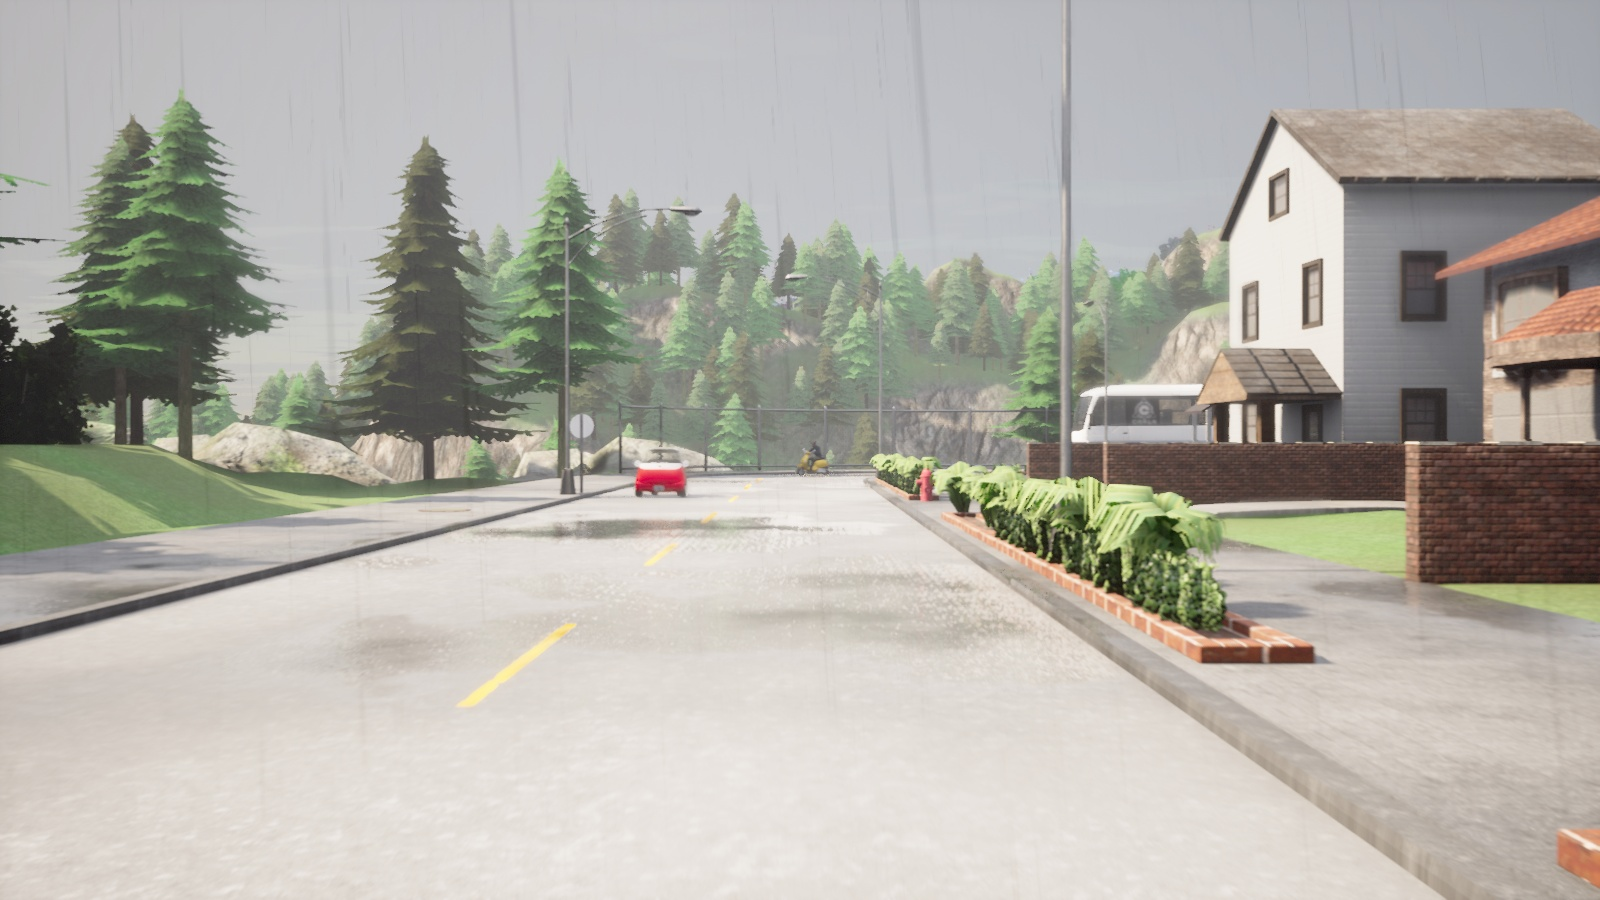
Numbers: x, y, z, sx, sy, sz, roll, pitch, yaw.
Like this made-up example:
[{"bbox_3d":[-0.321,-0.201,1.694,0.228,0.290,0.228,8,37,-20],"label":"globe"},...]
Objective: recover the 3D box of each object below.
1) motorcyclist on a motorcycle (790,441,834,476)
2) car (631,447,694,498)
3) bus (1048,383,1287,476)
[{"bbox_3d":[0.535,0.379,57.300,1.817,1.590,0.866,0,2,-35],"label":"motorcyclist on a motorcycle"},{"bbox_3d":[-3.785,0.602,34.724,1.481,1.376,2.207,0,0,0],"label":"car"},{"bbox_3d":[17.337,-0.954,59.910,10.273,4.253,3.944,0,0,0],"label":"bus"}]
